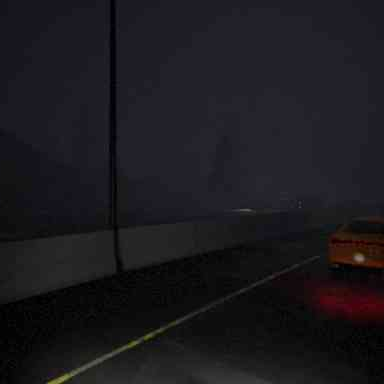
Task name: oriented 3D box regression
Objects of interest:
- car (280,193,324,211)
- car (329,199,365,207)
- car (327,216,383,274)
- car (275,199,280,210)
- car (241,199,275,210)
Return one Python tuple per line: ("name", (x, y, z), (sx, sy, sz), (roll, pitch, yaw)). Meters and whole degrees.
("car", (12.678, 1.190, 37.336), (5.566, 2.045, 2.150), (0, 0, -41))
("car", (17.097, 1.513, 36.489), (5.357, 1.411, 2.033), (0, 0, -39))
("car", (5.675, 1.467, 10.064), (1.882, 1.535, 5.008), (0, 0, 40))
("car", (12.756, 1.190, 41.983), (5.566, 2.045, 2.150), (0, 0, -39))
("car", (8.214, 1.530, 42.705), (4.181, 1.385, 1.994), (0, 0, -41))
